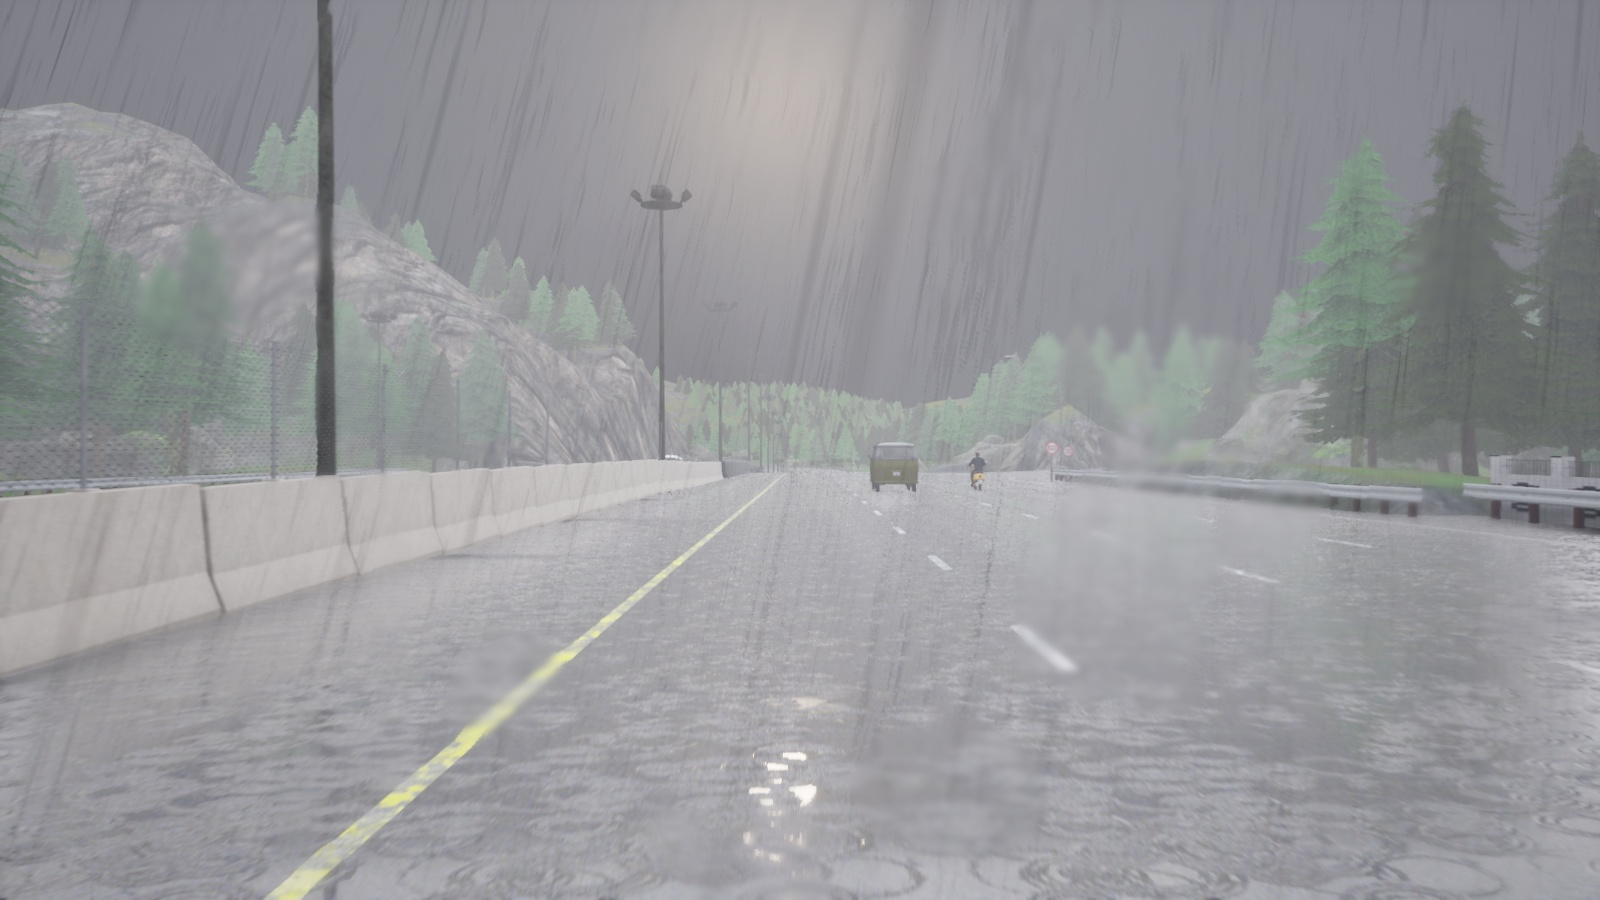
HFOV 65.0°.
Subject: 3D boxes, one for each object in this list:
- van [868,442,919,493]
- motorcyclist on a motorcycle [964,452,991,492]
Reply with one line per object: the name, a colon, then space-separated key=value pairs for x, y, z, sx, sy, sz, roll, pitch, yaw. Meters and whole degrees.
van: x=3.804 y=0.691 z=51.569 sx=1.775 sy=1.987 sz=4.442 roll=0 pitch=0 yaw=0
motorcyclist on a motorcycle: x=7.304 y=0.896 z=51.775 sx=0.866 sy=1.590 sz=1.817 roll=0 pitch=0 yaw=0
